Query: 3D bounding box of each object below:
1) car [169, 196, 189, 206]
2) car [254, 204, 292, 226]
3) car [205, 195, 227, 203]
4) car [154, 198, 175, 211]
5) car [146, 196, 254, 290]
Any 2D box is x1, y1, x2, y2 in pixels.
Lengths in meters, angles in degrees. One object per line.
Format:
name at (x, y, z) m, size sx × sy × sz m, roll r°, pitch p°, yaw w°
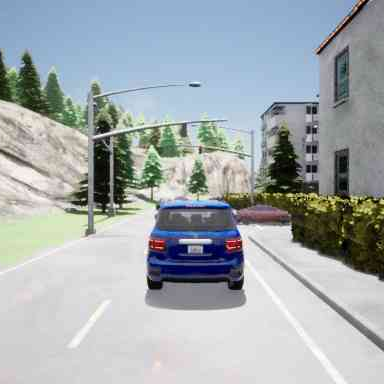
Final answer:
car at (-2.090, 1.506, 55.500) m, size 1.837 × 1.490 × 4.892 m, roll 0°, pitch 0°, yaw 16°
car at (5.143, 1.564, 22.963) m, size 4.181 × 1.385 × 1.994 m, roll 0°, pitch 0°, yaw 7°
car at (4.983, 1.493, 69.293) m, size 2.128 × 1.511 × 4.902 m, roll 0°, pitch 0°, yaw 40°
car at (-3.434, 1.491, 41.740) m, size 2.128 × 1.511 × 4.902 m, roll 0°, pitch 0°, yaw 1°
car at (0.087, 1.221, 9.226) m, size 2.150 × 2.045 × 5.566 m, roll 0°, pitch 0°, yaw 0°
